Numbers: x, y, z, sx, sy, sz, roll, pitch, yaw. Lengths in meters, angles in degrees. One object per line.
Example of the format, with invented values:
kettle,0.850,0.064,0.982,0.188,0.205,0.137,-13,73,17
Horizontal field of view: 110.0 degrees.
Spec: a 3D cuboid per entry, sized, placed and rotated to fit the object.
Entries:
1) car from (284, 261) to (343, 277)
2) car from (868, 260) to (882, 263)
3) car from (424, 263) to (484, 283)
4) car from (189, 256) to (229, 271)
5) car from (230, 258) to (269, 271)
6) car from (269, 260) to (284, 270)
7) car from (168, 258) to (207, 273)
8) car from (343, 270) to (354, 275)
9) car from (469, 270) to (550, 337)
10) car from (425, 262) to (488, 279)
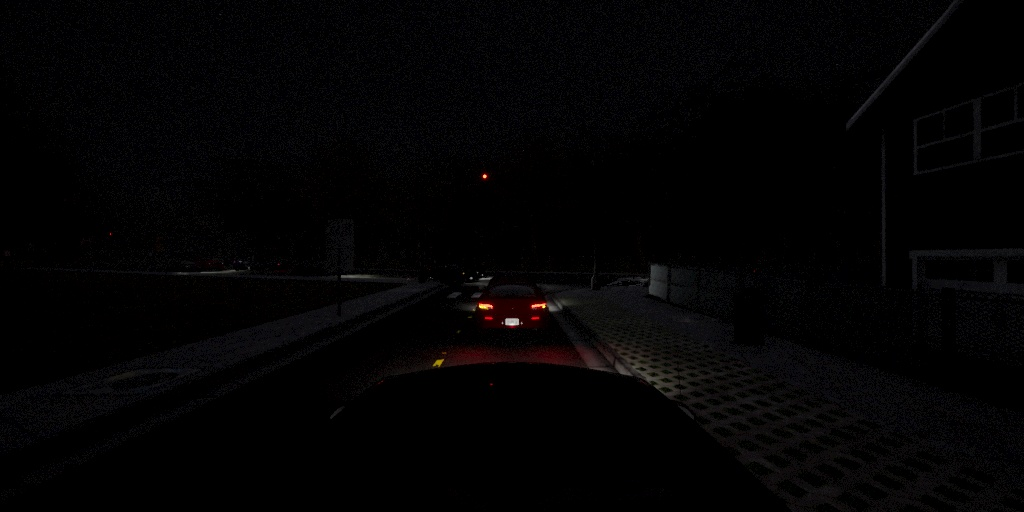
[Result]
car,-19.513,1.245,35.263,4.902,1.511,2.128,0,0,23
car,26.775,1.061,26.135,4.553,1.767,2.097,0,0,23
car,-4.695,1.336,27.778,4.718,1.301,1.895,0,0,39
car,-41.334,1.005,48.319,5.566,2.045,2.150,0,0,24
car,-36.423,1.357,49.801,4.181,1.385,1.994,0,0,24
car,-34.845,1.330,52.655,4.674,1.442,1.812,0,0,24
car,-40.566,1.296,44.424,4.674,1.442,1.812,0,0,24
car,-19.389,1.243,38.751,5.008,1.535,1.882,0,0,23
car,0.006,1.276,10.166,1.812,1.442,4.674,0,0,0
car,-5.022,1.296,32.551,5.357,1.411,2.033,0,0,23
